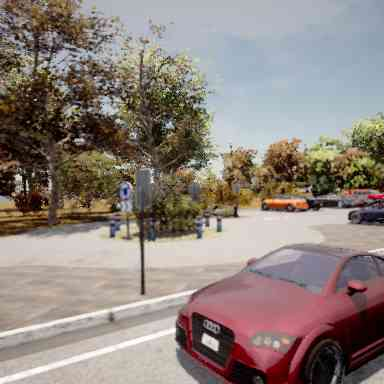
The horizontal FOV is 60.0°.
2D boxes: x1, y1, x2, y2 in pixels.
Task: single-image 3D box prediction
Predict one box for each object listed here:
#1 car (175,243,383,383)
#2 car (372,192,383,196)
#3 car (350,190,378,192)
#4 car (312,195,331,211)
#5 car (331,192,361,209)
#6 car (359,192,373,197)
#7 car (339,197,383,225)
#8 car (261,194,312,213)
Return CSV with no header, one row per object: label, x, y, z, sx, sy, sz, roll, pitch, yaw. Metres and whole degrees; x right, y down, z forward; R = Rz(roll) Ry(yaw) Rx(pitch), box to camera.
car,1.833,1.529,4.993,4.181,1.385,1.994,-1,0,-35
car,20.475,1.058,40.978,2.163,1.488,4.792,-1,0,-35
car,22.781,0.752,42.603,2.435,2.045,5.566,-1,0,-35
car,11.223,1.127,34.500,2.097,1.535,5.008,-1,0,-35
car,15.937,1.078,37.830,2.231,1.521,4.892,-1,0,-35
car,18.165,1.083,39.353,2.163,1.488,4.792,-1,0,-35
car,11.643,1.232,19.455,2.163,1.488,4.792,-1,0,-35
car,9.030,1.026,32.924,2.185,1.767,4.553,-1,0,-35
